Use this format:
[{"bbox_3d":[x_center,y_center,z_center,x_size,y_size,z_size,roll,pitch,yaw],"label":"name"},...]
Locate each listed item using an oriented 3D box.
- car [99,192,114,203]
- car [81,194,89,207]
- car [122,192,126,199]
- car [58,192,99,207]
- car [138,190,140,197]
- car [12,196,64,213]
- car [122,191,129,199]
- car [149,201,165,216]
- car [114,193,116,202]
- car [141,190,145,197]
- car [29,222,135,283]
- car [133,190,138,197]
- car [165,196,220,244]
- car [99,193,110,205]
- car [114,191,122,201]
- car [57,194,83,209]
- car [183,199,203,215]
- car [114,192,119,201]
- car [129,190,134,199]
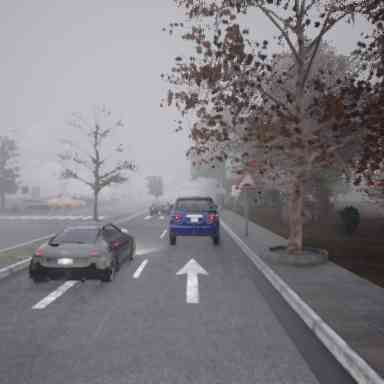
[{"bbox_3d":[-16.862,1.079,57.149,5.566,2.045,2.435,-1,1,-20],"label":"car"},{"bbox_3d":[-16.844,1.457,45.151,4.674,1.452,2.002,-1,0,-20],"label":"car"},{"bbox_3d":[-16.829,1.204,69.175,4.674,1.452,2.002,-1,1,-20],"label":"car"},{"bbox_3d":[-16.815,1.154,48.169,5.566,2.045,2.435,-1,0,-20],"label":"car"},{"bbox_3d":[-16.644,0.900,84.245,5.366,1.575,1.946,-1,1,-20],"label":"car"},{"bbox_3d":[-16.819,1.470,36.154,4.792,1.488,2.163,-1,0,-20],"label":"car"},{"bbox_3d":[-16.817,1.113,72.174,5.008,1.535,2.097,-1,1,-20],"label":"car"},{"bbox_3d":[-2.906,1.557,32.112,1.895,1.301,4.718,0,0,0],"label":"car"},{"bbox_3d":[-16.857,1.325,60.151,4.792,1.488,2.163,-1,1,-20],"label":"car"},{"bbox_3d":[-16.840,0.521,93.158,5.566,2.045,2.435,-1,1,-20],"label":"car"},{"bbox_3d":[-2.900,1.555,9.627,1.994,1.385,4.181,0,0,0],"label":"car"},{"bbox_3d":[-16.799,0.705,81.189,5.566,2.045,2.435,-1,1,-20],"label":"car"},{"bbox_3d":[0.099,1.203,15.966,2.150,2.045,5.566,0,0,0],"label":"car"},{"bbox_3d":[-16.663,1.353,54.224,5.366,1.575,1.946,-1,0,-20],"label":"car"},{"bbox_3d":[-16.860,1.087,66.162,4.553,1.767,2.185,-1,1,-20],"label":"car"},{"bbox_3d":[-17.013,1.428,42.078,5.366,1.575,1.946,-1,0,-20],"label":"car"},{"bbox_3d":[0.098,1.458,33.783,1.837,1.490,4.892,0,0,0],"label":"car"},{"bbox_3d":[-16.832,1.299,63.176,4.674,1.452,2.002,-1,0,-20],"label":"car"},{"bbox_3d":[-16.795,1.036,78.191,4.792,1.488,2.163,-1,1,-20],"label":"car"}]
